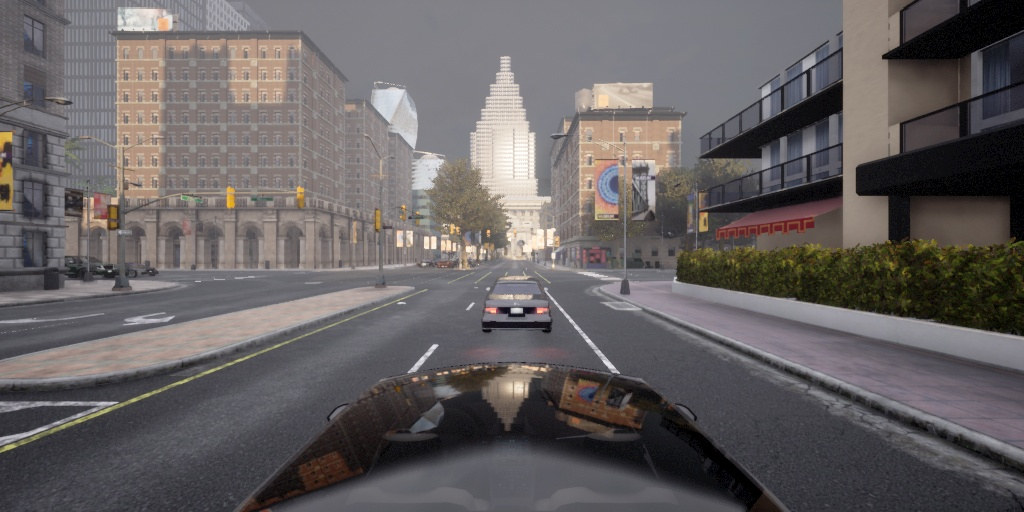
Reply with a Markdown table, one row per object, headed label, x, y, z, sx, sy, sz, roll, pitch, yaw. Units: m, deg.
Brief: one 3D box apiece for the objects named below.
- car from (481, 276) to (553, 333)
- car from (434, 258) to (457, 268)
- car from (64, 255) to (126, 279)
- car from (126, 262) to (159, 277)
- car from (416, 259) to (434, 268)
| label | x | y | z | sx | sy | sz | roll | pitch | yaw |
| --- | --- | --- | --- | --- | --- | --- | --- | --- | --- |
| car | 0.146 | 1.297 | 10.736 | 2.033 | 1.411 | 5.357 | 0 | 0 | 1 |
| car | -11.048 | 1.102 | 59.666 | 2.097 | 1.767 | 4.553 | 0 | 0 | 1 |
| car | -37.607 | 0.971 | 31.067 | 5.566 | 2.045 | 2.150 | 0 | 0 | 0 |
| car | -36.828 | 1.314 | 34.568 | 4.181 | 1.385 | 1.994 | 0 | 0 | 0 |
| car | -14.518 | 1.241 | 61.552 | 2.128 | 1.511 | 4.902 | 0 | 0 | 1 |
